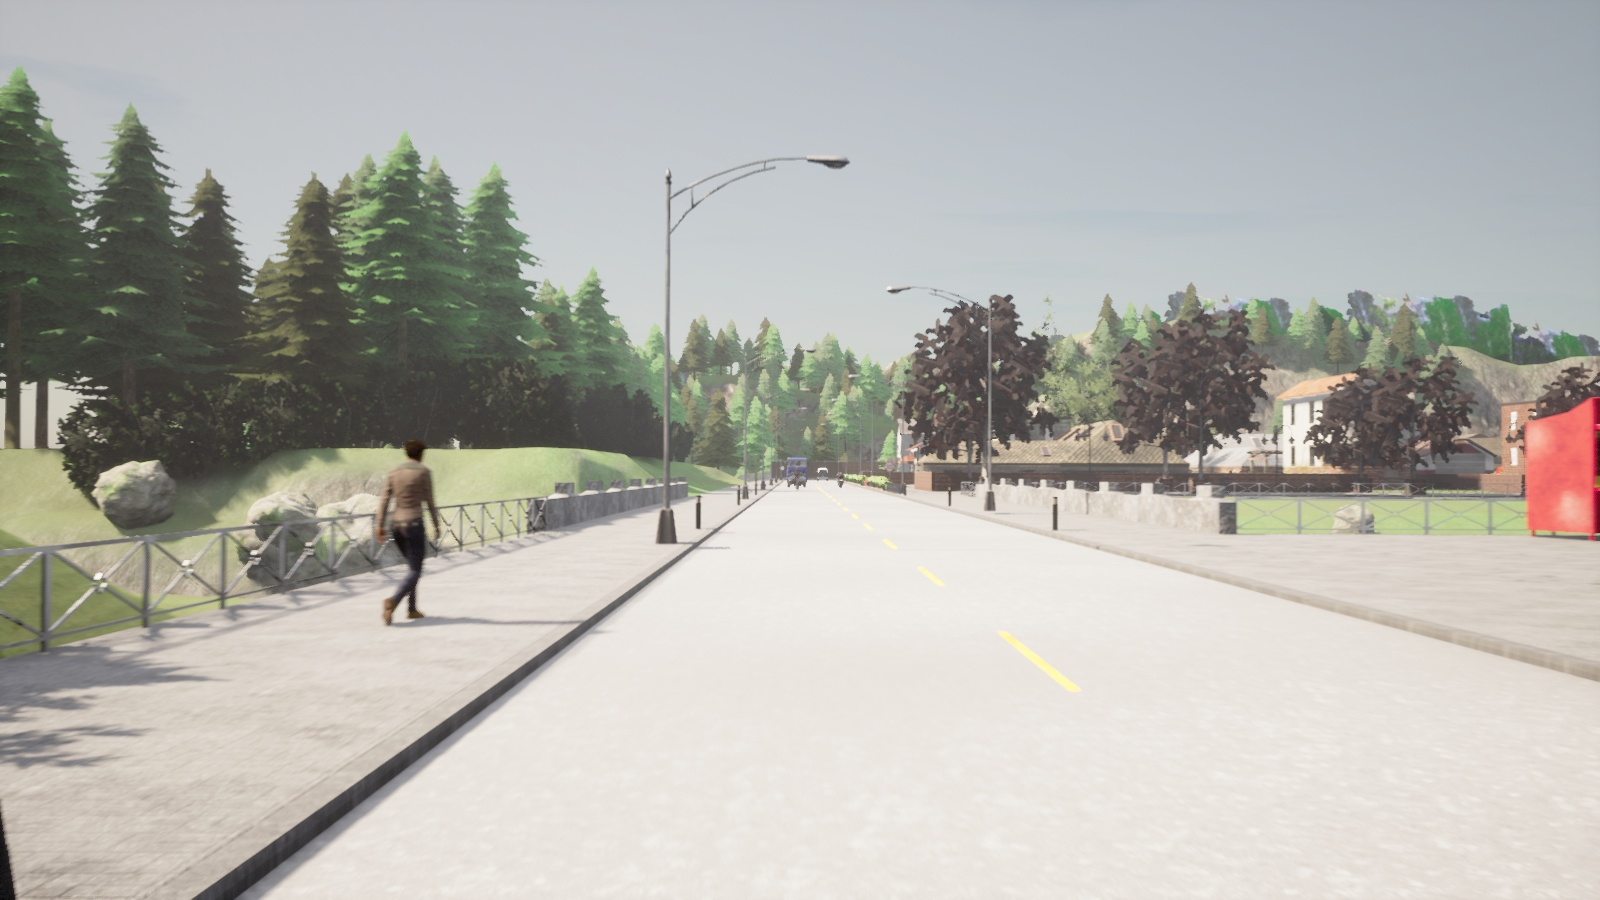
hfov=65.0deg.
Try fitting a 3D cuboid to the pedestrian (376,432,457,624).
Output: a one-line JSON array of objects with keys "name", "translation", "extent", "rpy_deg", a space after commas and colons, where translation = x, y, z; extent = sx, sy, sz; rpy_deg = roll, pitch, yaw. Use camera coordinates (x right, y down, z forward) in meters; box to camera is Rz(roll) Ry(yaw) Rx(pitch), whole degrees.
[{"name": "pedestrian", "translation": [-3.742, 0.745, 12.297], "extent": [0.328, 1.805, 0.869], "rpy_deg": [-1, -1, 17]}]
